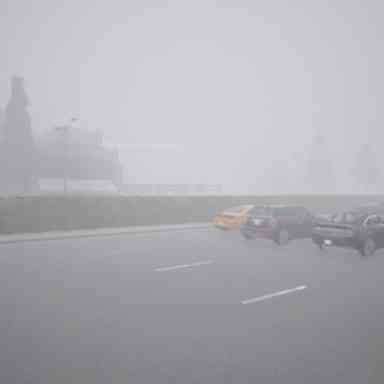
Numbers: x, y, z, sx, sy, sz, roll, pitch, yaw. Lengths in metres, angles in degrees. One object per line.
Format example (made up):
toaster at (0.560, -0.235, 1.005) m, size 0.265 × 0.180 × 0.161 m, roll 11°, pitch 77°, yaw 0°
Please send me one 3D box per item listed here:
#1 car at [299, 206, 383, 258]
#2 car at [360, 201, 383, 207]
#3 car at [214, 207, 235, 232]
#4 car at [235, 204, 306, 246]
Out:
car at (6.683, 1.522, 12.885) m, size 4.902 × 1.511 × 2.128 m, roll 0°, pitch 0°, yaw -35°
car at (15.801, 1.545, 27.975) m, size 5.008 × 1.535 × 1.882 m, roll 0°, pitch 0°, yaw -35°
car at (3.580, 1.509, 19.258) m, size 5.008 × 1.535 × 1.882 m, roll 0°, pitch 0°, yaw -35°
car at (4.575, 1.381, 15.680) m, size 4.553 × 1.767 × 2.097 m, roll 0°, pitch 0°, yaw -35°
